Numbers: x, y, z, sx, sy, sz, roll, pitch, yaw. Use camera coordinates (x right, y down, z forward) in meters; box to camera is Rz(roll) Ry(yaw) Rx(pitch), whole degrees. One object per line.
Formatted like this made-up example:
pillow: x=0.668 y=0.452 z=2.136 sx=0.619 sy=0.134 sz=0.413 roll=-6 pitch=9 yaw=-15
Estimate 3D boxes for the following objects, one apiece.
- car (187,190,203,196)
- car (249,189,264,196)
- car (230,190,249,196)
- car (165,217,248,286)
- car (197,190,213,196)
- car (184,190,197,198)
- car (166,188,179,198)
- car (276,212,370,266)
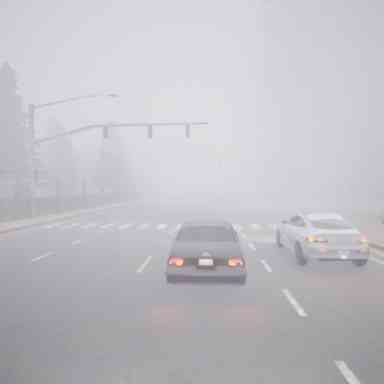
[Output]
car: x=0.850 y=0.208 z=85.038 sx=1.882 sy=1.535 sz=5.008 roll=0 pitch=1 yaw=28
car: x=17.207 y=0.217 z=87.910 sx=5.357 sy=1.411 sz=2.033 roll=-1 pitch=1 yaw=-35
car: x=12.194 y=0.200 z=88.285 sx=4.902 sy=1.511 sz=2.128 roll=-1 pitch=1 yaw=-44
car: x=0.403 y=1.409 z=9.137 sx=2.033 sy=1.411 sz=5.357 roll=0 pitch=1 yaw=3
car: x=3.553 y=0.288 z=82.720 sx=2.128 sy=1.511 sz=4.902 roll=0 pitch=1 yaw=28
car: x=-0.603 y=0.504 z=66.856 sx=1.837 sy=1.490 sz=4.892 roll=0 pitch=1 yaw=3
car: x=-4.002 y=0.196 z=68.878 sx=2.150 sy=2.045 sz=5.566 roll=0 pitch=1 yaw=3
car: x=3.990 y=1.361 z=10.755 sx=1.812 sy=1.442 sz=4.674 roll=0 pitch=1 yaw=3
